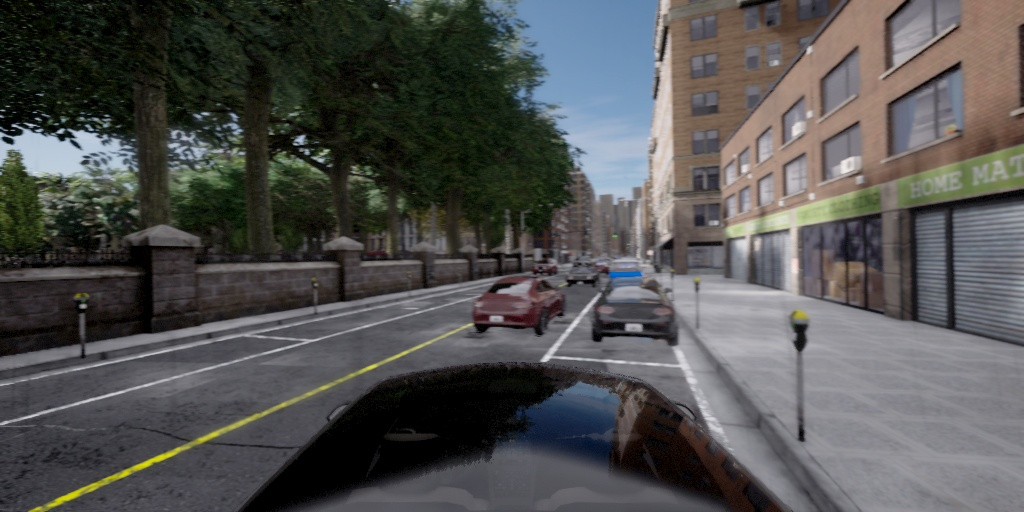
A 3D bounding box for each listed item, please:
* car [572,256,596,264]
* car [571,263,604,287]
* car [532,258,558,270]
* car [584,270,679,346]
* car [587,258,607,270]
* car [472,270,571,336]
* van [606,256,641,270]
[{"bbox_3d":[9.420,0.998,47.831,2.150,2.045,5.566,-1,0,18],"label":"car"},{"bbox_3d":[4.951,1.373,24.452,1.895,1.301,4.718,-1,0,18],"label":"car"},{"bbox_3d":[3.686,1.176,38.937,2.192,1.841,5.009,0,0,18],"label":"car"},{"bbox_3d":[3.142,1.257,9.313,1.812,1.442,4.674,-1,0,18],"label":"car"},{"bbox_3d":[9.601,1.274,38.838,1.812,1.442,4.674,-1,0,18],"label":"car"},{"bbox_3d":[0.363,1.315,10.617,1.812,1.442,4.674,-1,0,18],"label":"car"},{"bbox_3d":[6.447,1.064,20.174,1.690,1.789,3.998,0,0,18],"label":"van"}]
